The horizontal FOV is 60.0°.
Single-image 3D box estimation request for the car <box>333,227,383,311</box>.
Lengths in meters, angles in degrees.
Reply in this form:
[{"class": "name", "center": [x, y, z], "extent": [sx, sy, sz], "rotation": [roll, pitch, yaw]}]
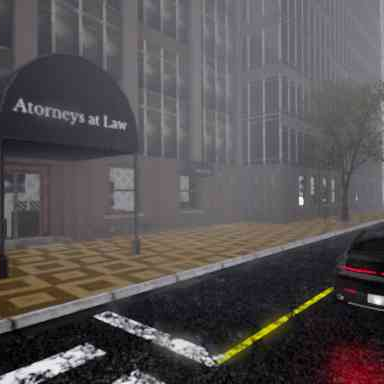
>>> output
[{"class": "car", "center": [4.614, 1.504, 7.223], "extent": [1.837, 1.490, 4.892], "rotation": [-1, 0, 41]}]
